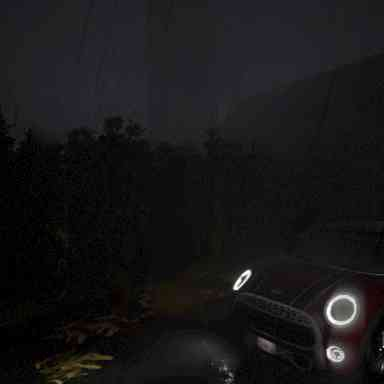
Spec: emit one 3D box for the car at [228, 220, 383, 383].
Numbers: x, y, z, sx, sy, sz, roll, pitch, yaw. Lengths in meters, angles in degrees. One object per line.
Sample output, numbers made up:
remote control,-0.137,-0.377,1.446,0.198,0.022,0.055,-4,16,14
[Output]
car,2.749,1.310,5.483,4.553,1.767,2.097,-1,0,-36
